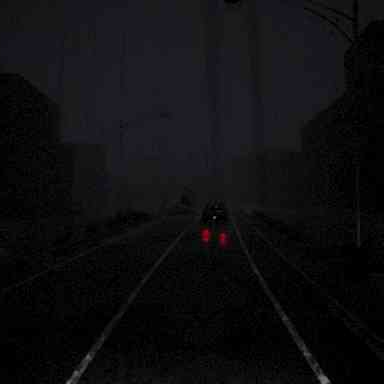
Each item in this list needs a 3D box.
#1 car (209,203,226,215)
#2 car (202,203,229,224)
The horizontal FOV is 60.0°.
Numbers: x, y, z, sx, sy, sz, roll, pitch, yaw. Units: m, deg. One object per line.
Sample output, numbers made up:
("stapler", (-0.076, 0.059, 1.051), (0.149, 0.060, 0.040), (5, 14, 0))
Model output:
("car", (3.212, 2.164, 42.232), (2.128, 1.511, 4.902), (0, -3, 4))
("car", (1.774, 1.566, 25.239), (2.128, 1.511, 4.902), (0, -1, 5))
